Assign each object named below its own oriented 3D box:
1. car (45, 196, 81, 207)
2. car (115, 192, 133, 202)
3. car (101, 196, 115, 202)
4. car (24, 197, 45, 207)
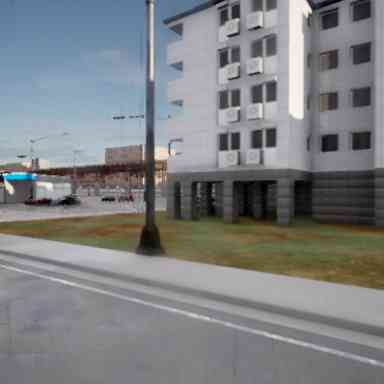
[{"bbox_3d":[-17.603,1.310,46.467,1.812,1.442,4.674,0,0,26],"label":"car"},{"bbox_3d":[-12.895,1.034,65.097,2.150,2.045,5.566,0,0,0],"label":"car"},{"bbox_3d":[-16.396,1.367,65.125,1.895,1.301,4.718,0,0,0],"label":"car"},{"bbox_3d":[-21.171,1.377,47.039,1.895,1.301,4.718,0,0,28],"label":"car"}]
